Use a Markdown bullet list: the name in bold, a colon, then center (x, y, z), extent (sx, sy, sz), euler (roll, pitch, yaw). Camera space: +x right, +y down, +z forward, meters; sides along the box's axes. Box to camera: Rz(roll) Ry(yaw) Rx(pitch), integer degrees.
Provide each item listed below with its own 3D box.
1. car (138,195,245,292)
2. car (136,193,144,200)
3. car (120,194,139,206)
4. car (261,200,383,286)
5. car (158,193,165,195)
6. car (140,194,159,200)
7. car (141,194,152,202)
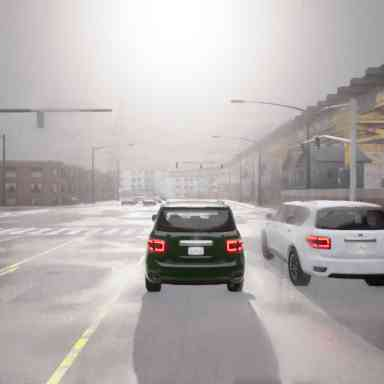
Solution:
- **car**: center (0.030, 1.236, 9.116), extent (2.150, 2.045, 5.566), euler (0, 0, -1)
- **car**: center (-10.782, 1.286, 68.650), extent (2.150, 2.045, 5.566), euler (0, 0, 0)
- **car**: center (-10.809, 1.573, 56.869), extent (1.812, 1.442, 4.674), euler (0, 0, 0)
- **car**: center (3.526, 1.246, 9.614), extent (2.150, 2.045, 5.566), euler (0, 0, 0)
- **car**: center (-7.325, 1.312, 79.243), extent (2.150, 2.045, 5.566), euler (0, 0, 0)
- **car**: center (-7.317, 1.606, 58.103), extent (2.033, 1.411, 5.357), euler (0, 0, 0)
- **car**: center (-10.827, 1.432, 79.468), extent (2.097, 1.767, 4.553), euler (0, 0, 0)
